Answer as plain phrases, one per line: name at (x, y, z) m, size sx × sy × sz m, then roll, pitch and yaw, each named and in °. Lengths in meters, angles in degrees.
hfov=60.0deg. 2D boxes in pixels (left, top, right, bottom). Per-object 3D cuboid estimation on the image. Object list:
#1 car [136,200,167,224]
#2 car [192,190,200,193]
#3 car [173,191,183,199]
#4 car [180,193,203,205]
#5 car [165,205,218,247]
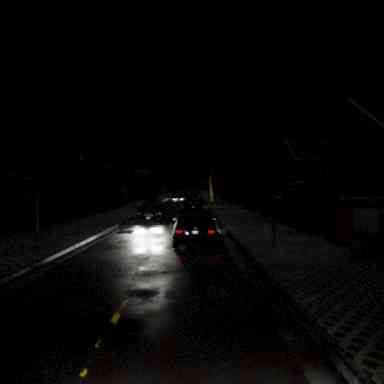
car at (-2.816, 1.386, 23.913) m, size 2.128 × 1.511 × 4.902 m, roll 0°, pitch 1°, yaw 0°
car at (1.077, 0.165, 80.917) m, size 1.812 × 1.442 × 4.674 m, roll 0°, pitch 1°, yaw 0°
car at (-2.674, 0.579, 65.361) m, size 1.994 × 1.385 × 4.181 m, roll 0°, pitch 1°, yaw 1°
car at (0.148, 1.207, 34.919) m, size 2.128 × 1.511 × 4.902 m, roll 0°, pitch 1°, yaw 0°
car at (0.121, 1.526, 14.849) m, size 2.033 × 1.411 × 5.357 m, roll 0°, pitch 0°, yaw 0°
